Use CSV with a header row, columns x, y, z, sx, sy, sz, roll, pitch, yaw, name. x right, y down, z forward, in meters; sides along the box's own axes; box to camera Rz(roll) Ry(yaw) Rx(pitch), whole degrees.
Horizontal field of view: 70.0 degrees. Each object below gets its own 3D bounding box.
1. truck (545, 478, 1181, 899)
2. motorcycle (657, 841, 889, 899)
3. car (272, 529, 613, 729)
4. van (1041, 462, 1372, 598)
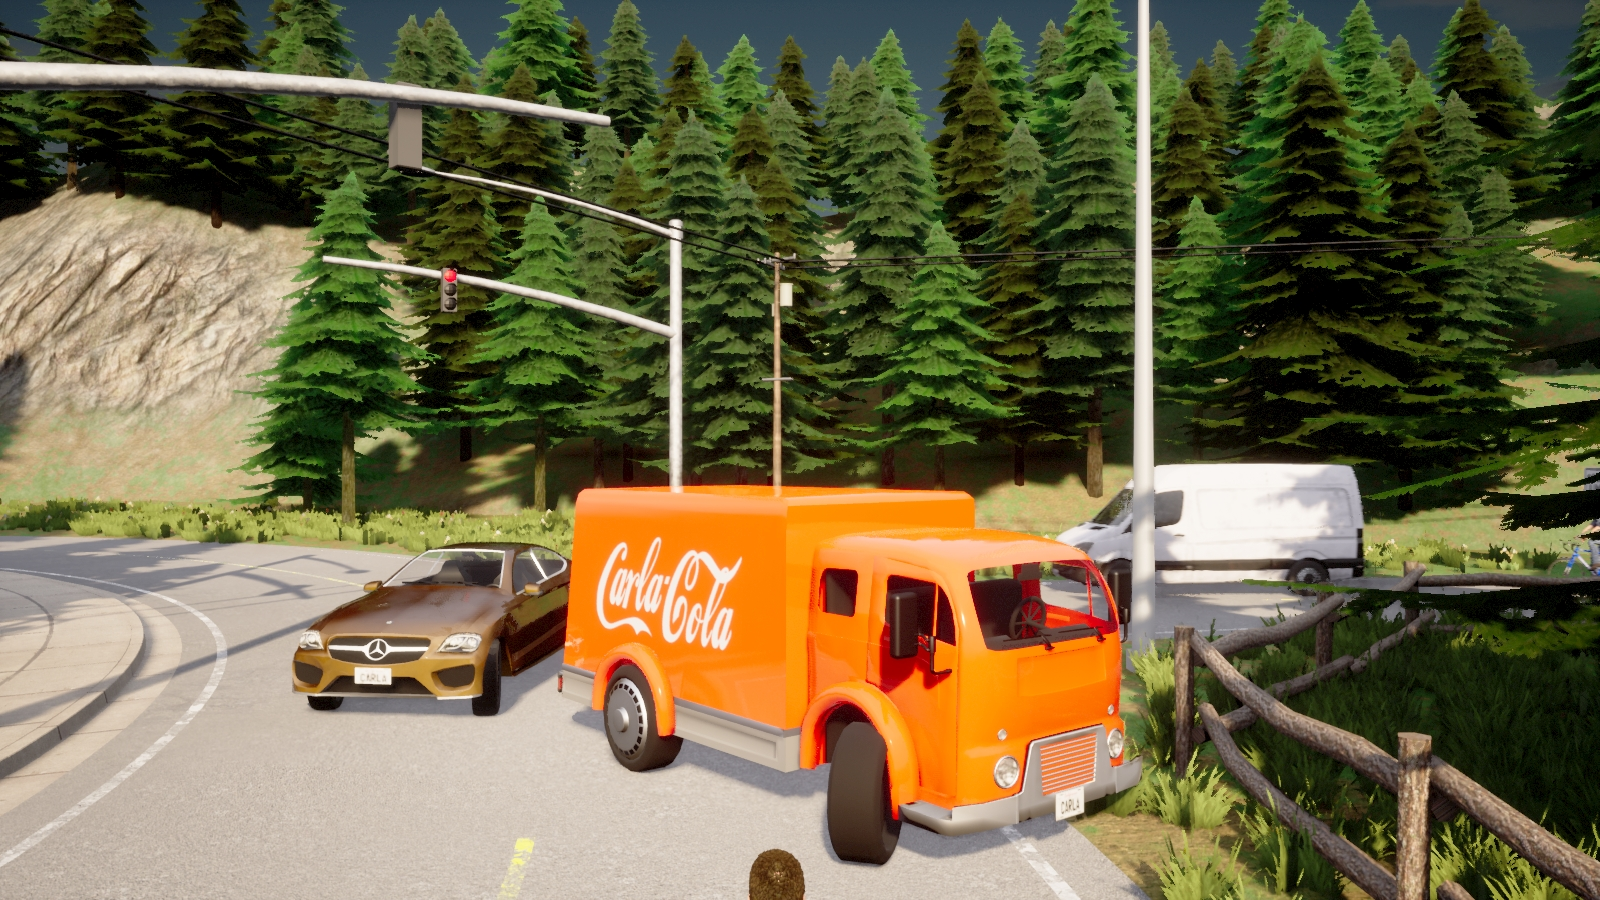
x,y,z,sx,sy,sz,roll,pitch,yaw,name
0.202,1.542,9.769,2.627,2.467,5.204,0,0,-39,truck
-0.074,2.159,3.526,0.803,1.199,2.033,0,0,-2,motorcycle
-4.038,1.970,14.038,2.152,1.651,5.027,0,0,6,car
8.008,1.534,22.844,5.915,2.561,1.988,0,0,-3,van
